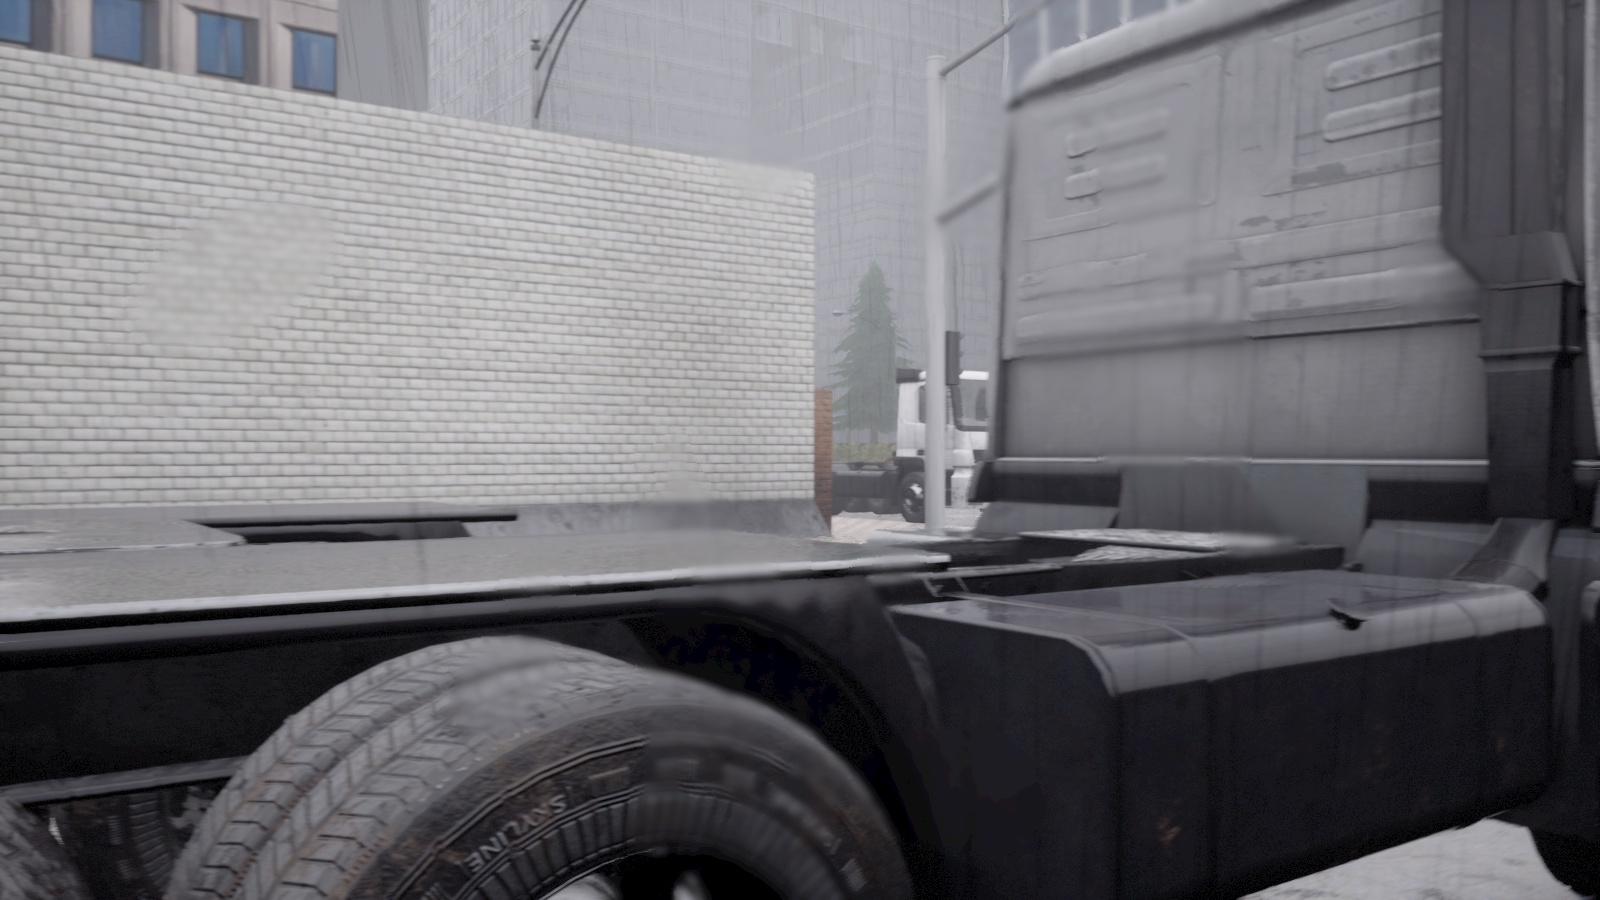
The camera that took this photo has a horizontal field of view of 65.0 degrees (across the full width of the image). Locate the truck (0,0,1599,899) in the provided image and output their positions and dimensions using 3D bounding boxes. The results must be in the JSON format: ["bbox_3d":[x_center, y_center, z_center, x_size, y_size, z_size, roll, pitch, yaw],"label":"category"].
[{"bbox_3d":[0.164,-0.228,3.776,7.936,3.462,2.891,0,0,-35],"label":"truck"}]

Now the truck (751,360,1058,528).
[{"bbox_3d":[2.194,-0.113,29.948,2.891,3.462,7.936,0,0,-35],"label":"truck"}]
